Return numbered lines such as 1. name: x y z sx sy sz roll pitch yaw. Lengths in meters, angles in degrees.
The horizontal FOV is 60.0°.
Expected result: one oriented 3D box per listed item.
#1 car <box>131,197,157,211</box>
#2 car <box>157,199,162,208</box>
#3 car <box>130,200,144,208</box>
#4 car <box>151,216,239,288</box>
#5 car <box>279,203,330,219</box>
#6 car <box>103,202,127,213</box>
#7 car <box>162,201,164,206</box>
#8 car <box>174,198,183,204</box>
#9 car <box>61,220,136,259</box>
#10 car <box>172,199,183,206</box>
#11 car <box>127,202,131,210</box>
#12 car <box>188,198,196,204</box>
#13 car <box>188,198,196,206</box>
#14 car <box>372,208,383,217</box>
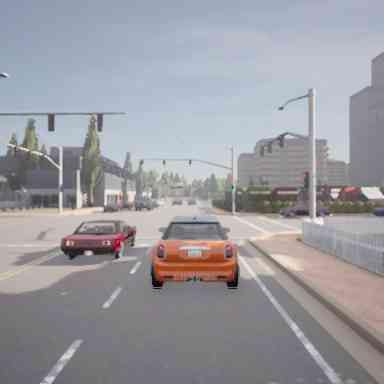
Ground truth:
1. car: -7.098 1.774 49.748 2.150 2.045 5.566 0 -1 1
2. car: -7.075 2.221 59.150 1.994 1.385 4.181 0 -1 0
3. car: -10.549 2.270 63.629 1.994 1.385 4.181 0 -1 0
4. car: 0.078 1.460 9.732 2.097 1.767 4.553 0 -1 0
5. car: 11.269 1.864 33.340 4.902 1.511 2.128 0 -1 -1
6. car: -10.600 2.063 44.920 1.994 1.385 4.181 0 -1 0
7. car: -7.004 2.295 69.475 1.812 1.442 4.674 0 -1 0
8. car: -3.505 2.383 86.290 1.994 1.385 4.181 0 -1 0
9. car: -3.427 1.749 13.205 1.895 1.301 4.718 0 -1 0
10. car: -3.504 2.361 76.335 1.812 1.442 4.674 0 -1 0
11. car: -10.588 2.197 53.681 1.895 1.301 4.718 0 -1 0
12. car: -0.005 2.356 86.293 2.128 1.511 4.902 0 -1 0
13. car: -0.004 2.376 76.016 2.033 1.411 5.357 0 -1 0
14. car: 20.914 1.853 33.578 5.008 1.535 1.882 0 -1 -2
